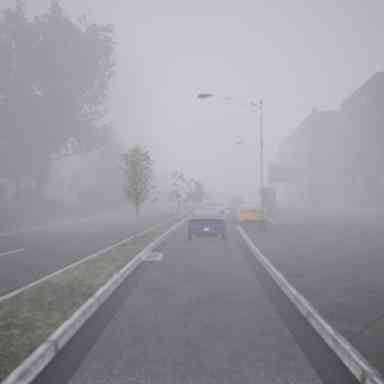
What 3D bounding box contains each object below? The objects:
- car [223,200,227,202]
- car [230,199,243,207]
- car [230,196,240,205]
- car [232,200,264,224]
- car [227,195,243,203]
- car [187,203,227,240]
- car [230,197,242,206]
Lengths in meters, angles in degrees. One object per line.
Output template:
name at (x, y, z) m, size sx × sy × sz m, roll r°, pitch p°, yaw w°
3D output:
car at (2.535, 1.836, 35.986) m, size 1.895 × 1.301 × 4.718 m, roll 0°, pitch 0°, yaw 6°
car at (5.003, 1.707, 31.376) m, size 2.163 × 1.488 × 4.792 m, roll 0°, pitch 0°, yaw 6°
car at (9.678, 1.873, 75.439) m, size 2.185 × 1.767 × 4.553 m, roll 1°, pitch 0°, yaw 6°
car at (4.447, 1.633, 25.905) m, size 2.097 × 1.535 × 5.008 m, roll 0°, pitch -1°, yaw 5°
car at (7.929, 1.634, 58.948) m, size 2.435 × 2.045 × 5.566 m, roll 0°, pitch 0°, yaw 6°
car at (0.829, 1.563, 17.552) m, size 1.882 × 1.535 × 5.008 m, roll 0°, pitch 0°, yaw 4°
car at (8.508, 1.798, 64.402) m, size 2.185 × 1.767 × 4.553 m, roll 0°, pitch 0°, yaw 6°
